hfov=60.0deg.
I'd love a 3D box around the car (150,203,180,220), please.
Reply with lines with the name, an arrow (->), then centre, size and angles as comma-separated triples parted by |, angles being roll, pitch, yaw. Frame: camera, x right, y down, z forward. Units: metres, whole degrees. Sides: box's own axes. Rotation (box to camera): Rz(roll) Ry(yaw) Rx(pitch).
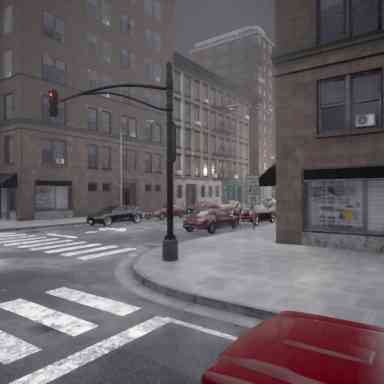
car -> -2.175, 1.605, 28.075 | 1.802, 1.307, 4.206 | 0, 0, 36

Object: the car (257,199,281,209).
car -> 10.682, 1.602, 46.017 | 1.802, 1.307, 4.206 | 0, 0, 36

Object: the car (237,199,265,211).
car -> 7.468, 1.601, 41.531 | 1.802, 1.307, 4.206 | 0, 0, 36

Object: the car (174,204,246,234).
car -> 1.135, 1.556, 18.916 | 1.802, 1.307, 4.206 | 0, 0, 36

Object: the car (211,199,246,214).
car -> 4.155, 1.545, 36.907 | 1.752, 1.417, 4.829 | 0, 0, 36

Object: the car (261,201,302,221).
car -> 7.663, 1.496, 28.026 | 1.752, 1.417, 4.829 | 0, 0, 36

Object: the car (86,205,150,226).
car -> -5.389, 1.591, 23.589 | 1.947, 1.339, 4.313 | 0, 0, 36

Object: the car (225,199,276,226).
car -> 4.349, 1.412, 23.402 | 1.967, 1.590, 4.097 | 0, 0, 36

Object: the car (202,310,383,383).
car -> 2.320, 1.601, 2.034 | 4.718, 1.301, 1.895 | 0, 0, 36

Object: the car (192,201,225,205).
car -> 1.039, 1.566, 32.560 | 1.887, 1.381, 4.507 | 0, 0, 36
